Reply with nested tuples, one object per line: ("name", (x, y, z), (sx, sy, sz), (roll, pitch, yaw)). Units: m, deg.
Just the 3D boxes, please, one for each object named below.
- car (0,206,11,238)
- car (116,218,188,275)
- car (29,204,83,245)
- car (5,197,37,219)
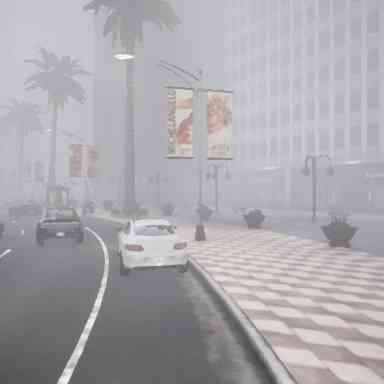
("car", (-9.462, 1.556, 14.409), (2.033, 1.411, 5.357), (0, 0, -22))
("car", (-1.355, 1.524, 10.430), (1.812, 1.442, 4.674), (0, 0, -14))
("car", (-6.212, 1.492, 15.710), (2.128, 1.511, 4.902), (0, 0, -22))
("car", (-14.918, 1.474, 29.675), (1.882, 1.535, 5.008), (0, 0, -39))
